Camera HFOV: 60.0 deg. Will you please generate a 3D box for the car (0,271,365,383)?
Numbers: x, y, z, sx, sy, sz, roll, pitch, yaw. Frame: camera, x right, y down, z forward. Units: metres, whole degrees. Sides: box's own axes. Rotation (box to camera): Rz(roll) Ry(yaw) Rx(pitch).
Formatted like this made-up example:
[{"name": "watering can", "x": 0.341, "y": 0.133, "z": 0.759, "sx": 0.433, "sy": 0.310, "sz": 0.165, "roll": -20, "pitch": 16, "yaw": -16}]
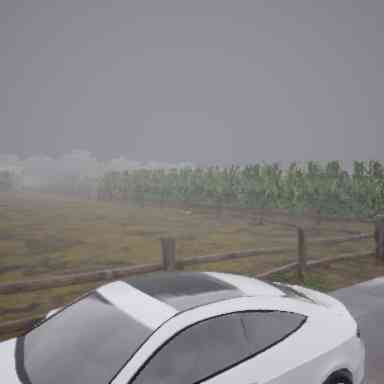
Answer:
[{"name": "car", "x": -0.341, "y": 1.526, "z": 2.813, "sx": 4.674, "sy": 1.442, "sz": 1.812, "roll": 0, "pitch": 0, "yaw": -36}]
